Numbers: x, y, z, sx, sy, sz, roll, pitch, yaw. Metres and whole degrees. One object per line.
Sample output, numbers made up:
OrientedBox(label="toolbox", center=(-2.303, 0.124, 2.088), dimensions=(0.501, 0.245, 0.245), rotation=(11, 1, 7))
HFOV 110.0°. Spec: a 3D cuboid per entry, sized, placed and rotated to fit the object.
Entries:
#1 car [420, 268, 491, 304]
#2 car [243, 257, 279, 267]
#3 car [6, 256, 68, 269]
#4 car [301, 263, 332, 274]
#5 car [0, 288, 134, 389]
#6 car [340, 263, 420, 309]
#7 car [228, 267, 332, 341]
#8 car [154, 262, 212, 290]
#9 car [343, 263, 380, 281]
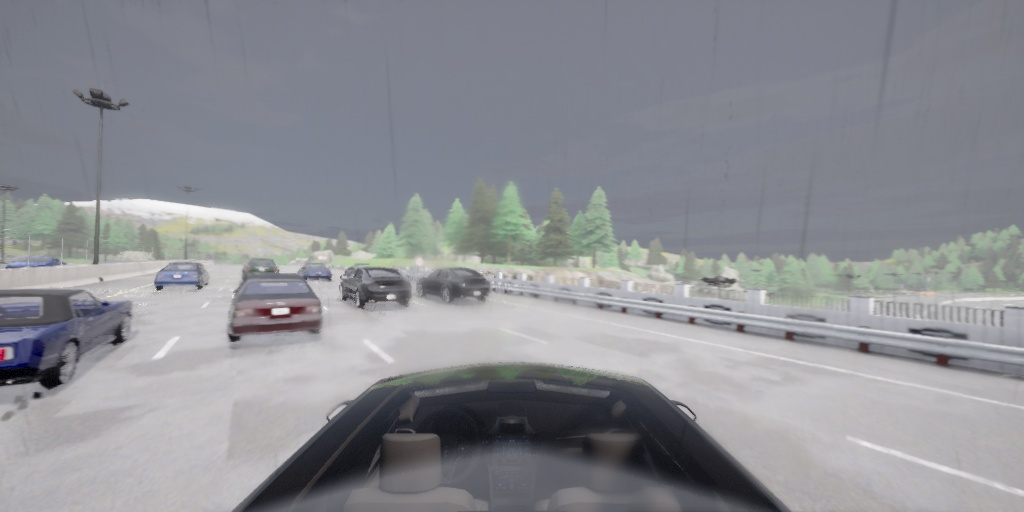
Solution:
OrientedBox(label="car", center=(-2.819, 1.274, 16.677), dimensions=(1.837, 1.490, 4.892), rotation=(2, -1, -36))
OrientedBox(label="car", center=(-18.050, 0.940, 25.860), dimensions=(2.097, 1.767, 4.553), rotation=(2, -1, -36))
OrientedBox(label="car", center=(-37.031, 0.772, 28.087), dimensions=(1.882, 1.535, 5.008), rotation=(2, -1, -36))
OrientedBox(label="car", center=(-15.785, 1.236, 28.692), dimensions=(1.994, 1.385, 4.181), rotation=(2, -1, -36))
OrientedBox(label="car", center=(-7.859, 1.165, 5.709), dimensions=(1.895, 1.301, 4.718), rotation=(2, 0, -36))
OrientedBox(label="car", center=(-5.649, 1.191, 14.621), dimensions=(1.837, 1.490, 4.892), rotation=(2, -1, -36))
OrientedBox(label="car", center=(-6.292, 1.176, 9.522), dimensions=(2.033, 1.411, 5.357), rotation=(2, 0, -36))
OrientedBox(label="car", center=(-17.886, 1.044, 19.636), dimensions=(2.033, 1.411, 5.357), rotation=(2, -1, -36))
OrientedBox(label="car", center=(-12.885, 1.319, 30.652), dimensions=(1.994, 1.385, 4.181), rotation=(2, -1, -36))
